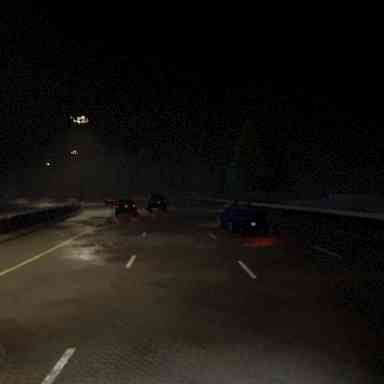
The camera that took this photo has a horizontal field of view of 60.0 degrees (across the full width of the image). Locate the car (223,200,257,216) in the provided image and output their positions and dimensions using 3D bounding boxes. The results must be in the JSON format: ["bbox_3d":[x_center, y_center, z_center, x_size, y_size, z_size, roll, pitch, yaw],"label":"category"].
[{"bbox_3d":[4.679,1.536,33.246,1.895,1.301,4.718,-1,0,-11],"label":"car"}]

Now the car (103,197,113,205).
[{"bbox_3d":[-15.990,1.754,64.362,2.128,1.511,4.902,-1,0,-23],"label":"car"}]

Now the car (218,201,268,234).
[{"bbox_3d":[2.758,1.439,18.978,1.882,1.535,5.008,0,0,-7],"label":"car"}]

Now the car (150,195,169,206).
[{"bbox_3d":[-5.611,1.452,56.892,2.097,1.767,4.553,-1,0,-20],"label":"car"}]

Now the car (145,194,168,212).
[{"bbox_3d":[-4.473,1.301,40.661,2.150,2.045,5.566,0,0,-14],"label":"car"}]

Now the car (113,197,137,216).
[{"bbox_3d":[-6.864,1.466,34.661,2.097,1.767,4.553,-1,0,-12],"label":"car"}]

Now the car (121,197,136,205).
[{"bbox_3d":[-12.385,1.733,64.811,1.812,1.442,4.674,-1,0,-23],"label":"car"}]
